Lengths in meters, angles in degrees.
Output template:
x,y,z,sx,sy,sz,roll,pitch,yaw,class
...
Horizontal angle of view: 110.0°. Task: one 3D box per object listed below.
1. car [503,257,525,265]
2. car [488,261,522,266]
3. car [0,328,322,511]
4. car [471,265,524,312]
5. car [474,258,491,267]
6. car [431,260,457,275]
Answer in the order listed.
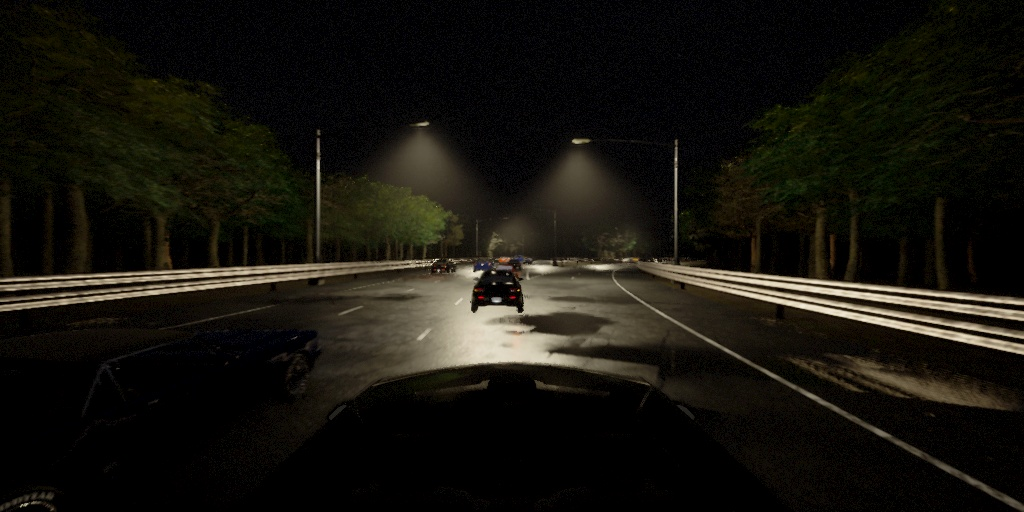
x,y,z,sx,sy,sz,roll,pitch,yaw,class
0.285,1.210,45.379,1.812,1.442,4.674,0,0,4,car
-0.461,1.287,26.711,1.994,1.385,4.181,0,0,1,car
-3.773,1.338,3.337,1.895,1.301,4.718,0,0,-2,car
-0.521,1.269,14.052,1.812,1.442,4.674,0,0,-1,car
-3.260,1.032,43.193,2.097,1.767,4.553,0,0,3,car
-7.084,1.181,37.708,1.837,1.490,4.892,0,0,3,car
